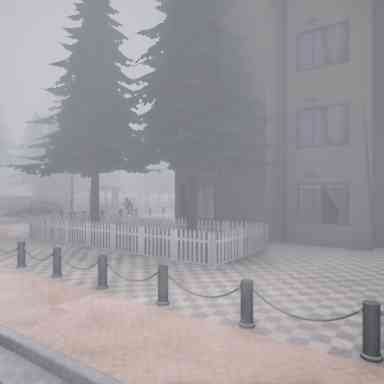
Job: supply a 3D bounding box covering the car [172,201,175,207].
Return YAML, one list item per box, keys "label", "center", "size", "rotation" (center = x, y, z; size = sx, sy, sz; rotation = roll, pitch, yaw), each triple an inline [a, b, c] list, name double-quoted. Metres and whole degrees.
- label: "car"
  center: [-0.680, 1.460, 46.379]
  size: [1.882, 1.535, 5.008]
  rotation: [0, 0, 38]

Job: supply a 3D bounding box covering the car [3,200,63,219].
- label: "car"
  center: [-13.809, 1.474, 29.156]
  size: [2.128, 1.511, 4.902]
  rotation: [0, 0, 37]

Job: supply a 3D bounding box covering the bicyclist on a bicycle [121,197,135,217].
- label: "bicyclist on a bicycle"
  center: [-5.388, 1.284, 27.873]
  size: [1.656, 1.620, 0.582]
  rotation: [0, 0, 37]
